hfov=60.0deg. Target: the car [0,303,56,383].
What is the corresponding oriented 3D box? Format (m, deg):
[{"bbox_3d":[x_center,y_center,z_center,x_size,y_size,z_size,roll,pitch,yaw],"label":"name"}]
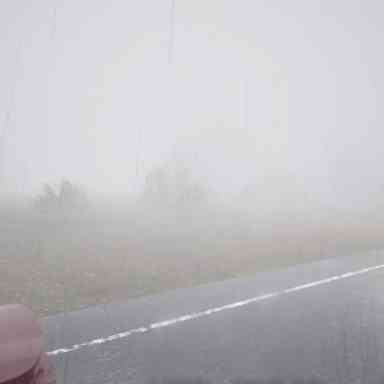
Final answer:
[{"bbox_3d":[-3.360,1.478,1.598,5.008,1.535,1.882,0,0,-35],"label":"car"}]
